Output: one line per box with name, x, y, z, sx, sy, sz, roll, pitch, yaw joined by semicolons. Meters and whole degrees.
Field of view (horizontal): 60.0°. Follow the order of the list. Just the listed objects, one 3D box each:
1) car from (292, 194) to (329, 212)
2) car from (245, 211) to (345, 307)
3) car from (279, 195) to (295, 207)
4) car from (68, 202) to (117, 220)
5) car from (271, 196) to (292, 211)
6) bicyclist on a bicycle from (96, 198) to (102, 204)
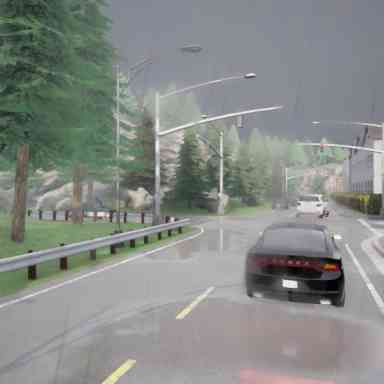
car;10.893;1.224;29.864;2.150;2.045;5.566;1;1;29
car;2.603;1.478;8.205;1.882;1.535;5.008;0;0;20
car;14.521;1.352;50.721;2.097;1.767;4.553;0;0;21
car;-8.480;1.579;28.429;4.181;1.385;1.994;0;0;20
car;11.087;1.491;41.551;2.128;1.511;4.902;0;0;20
bicyclist on a bicycle;-10.275;1.416;36.595;0.582;1.620;1.656;-2;5;20
